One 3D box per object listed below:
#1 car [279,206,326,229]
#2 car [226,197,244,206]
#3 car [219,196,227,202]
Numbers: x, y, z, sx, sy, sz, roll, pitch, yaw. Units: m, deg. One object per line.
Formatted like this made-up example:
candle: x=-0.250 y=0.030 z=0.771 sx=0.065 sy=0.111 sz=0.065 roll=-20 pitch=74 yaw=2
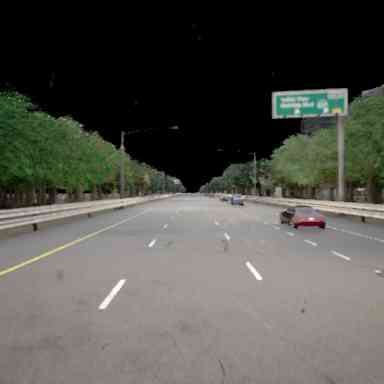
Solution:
car: x=7.025 y=1.562 z=21.551 sx=1.994 sy=1.385 sz=4.181 roll=0 pitch=0 yaw=0
car: x=7.082 y=1.516 z=53.407 sx=1.812 sy=1.442 sz=4.674 roll=0 pitch=0 yaw=0
car: x=7.122 y=1.573 z=75.077 sx=1.895 sy=1.301 sz=4.718 roll=0 pitch=0 yaw=0
